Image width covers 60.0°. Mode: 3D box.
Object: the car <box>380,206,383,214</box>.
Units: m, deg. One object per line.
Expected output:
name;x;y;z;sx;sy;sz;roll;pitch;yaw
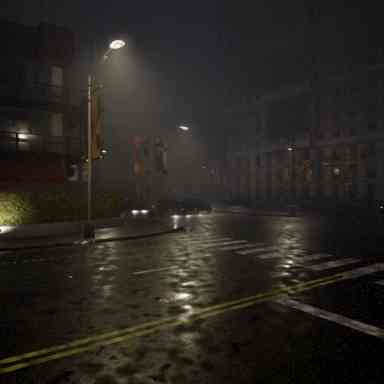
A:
car;19.651;1.477;29.816;1.882;1.535;5.008;0;0;-35

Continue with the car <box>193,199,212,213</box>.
car;0.228;1.478;37.165;1.882;1.535;5.008;0;0;-35

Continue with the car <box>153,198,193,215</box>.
car;-2.295;1.505;34.663;1.837;1.490;4.892;0;0;-35

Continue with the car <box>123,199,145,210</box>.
car;-7.570;1.564;42.251;1.994;1.385;4.181;0;0;-35

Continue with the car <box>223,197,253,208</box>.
car;6.620;1.477;48.413;1.882;1.535;5.008;0;0;-35
